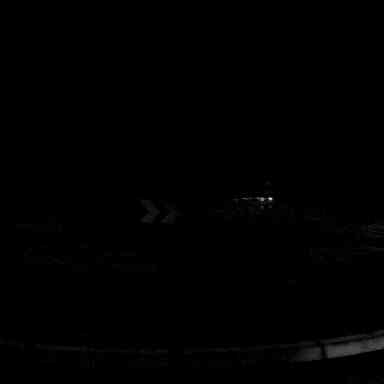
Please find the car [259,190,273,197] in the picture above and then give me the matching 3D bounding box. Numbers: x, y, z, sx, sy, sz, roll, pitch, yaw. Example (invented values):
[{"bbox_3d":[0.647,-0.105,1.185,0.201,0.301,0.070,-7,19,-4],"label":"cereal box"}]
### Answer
[{"bbox_3d":[14.442,0.280,62.969,1.812,1.442,4.674,1,1,20],"label":"car"}]
